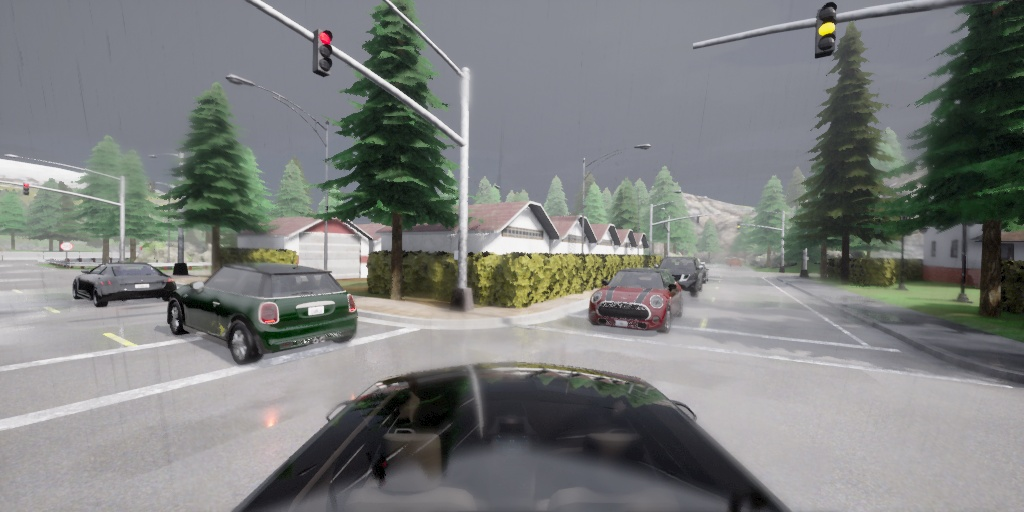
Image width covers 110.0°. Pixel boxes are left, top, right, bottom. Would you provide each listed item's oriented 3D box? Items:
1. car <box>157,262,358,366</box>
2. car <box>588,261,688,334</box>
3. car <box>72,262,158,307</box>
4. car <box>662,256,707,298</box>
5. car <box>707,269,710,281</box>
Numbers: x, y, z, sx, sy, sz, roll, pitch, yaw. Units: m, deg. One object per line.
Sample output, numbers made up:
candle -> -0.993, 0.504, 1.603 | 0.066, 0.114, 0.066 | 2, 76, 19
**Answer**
car -> -5.527, 0.923, 7.888 | 4.553, 1.767, 2.097 | 4, 2, 31
car -> 4.033, 1.172, 11.280 | 2.097, 1.767, 4.553 | 1, 1, 31
car -> -14.104, 0.911, 13.045 | 4.181, 1.385, 1.994 | 2, 1, 31
car -> 9.342, 1.048, 20.036 | 2.150, 2.045, 5.566 | 1, 1, 31
car -> 14.640, 1.338, 28.787 | 1.837, 1.490, 4.892 | 1, 1, 31
